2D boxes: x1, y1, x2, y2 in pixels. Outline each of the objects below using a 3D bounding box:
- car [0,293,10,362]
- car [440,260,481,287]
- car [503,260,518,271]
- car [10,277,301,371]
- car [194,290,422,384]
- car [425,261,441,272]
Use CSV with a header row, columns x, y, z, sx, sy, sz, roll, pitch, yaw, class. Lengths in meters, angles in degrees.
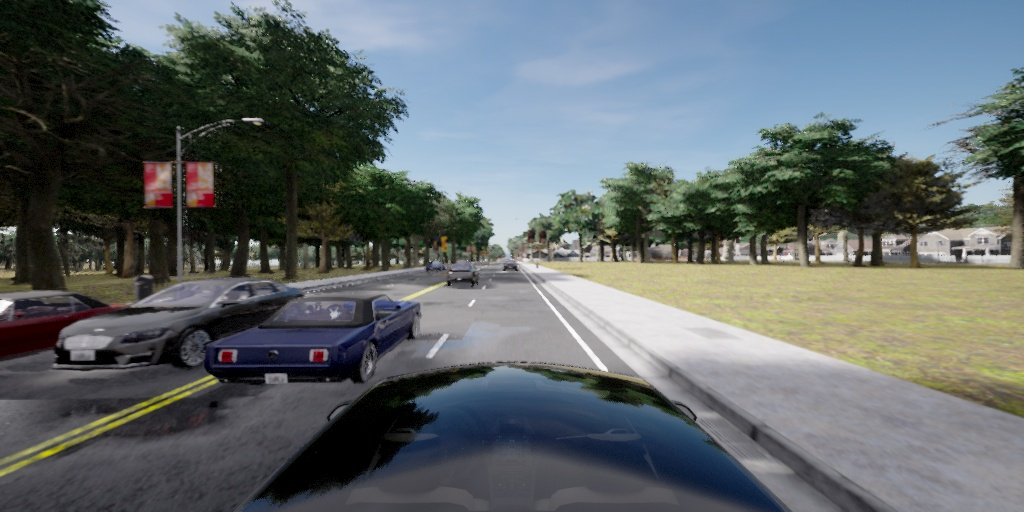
x,y,z,sx,sy,sz,roll,pitch,yaw,class
-9.873,1.391,6.738,1.895,1.301,4.718,0,0,0,car
-3.298,1.252,24.817,2.128,1.511,4.902,0,0,0,car
-0.220,1.292,49.327,1.812,1.442,4.674,0,0,0,car
-6.631,1.267,7.974,2.128,1.511,4.902,0,0,0,car
-3.175,1.361,7.038,1.895,1.301,4.718,0,0,0,car
-10.136,1.335,47.542,1.812,1.442,4.674,0,0,0,car
